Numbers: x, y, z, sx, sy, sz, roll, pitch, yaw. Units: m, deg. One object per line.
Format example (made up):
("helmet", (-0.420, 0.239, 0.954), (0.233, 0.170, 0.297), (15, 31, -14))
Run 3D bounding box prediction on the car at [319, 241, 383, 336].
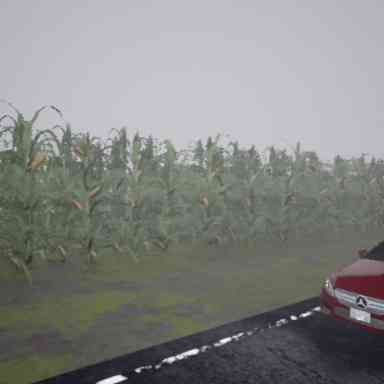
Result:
("car", (4.320, 1.527, 6.137), (4.674, 1.442, 1.812), (0, 0, -35))
